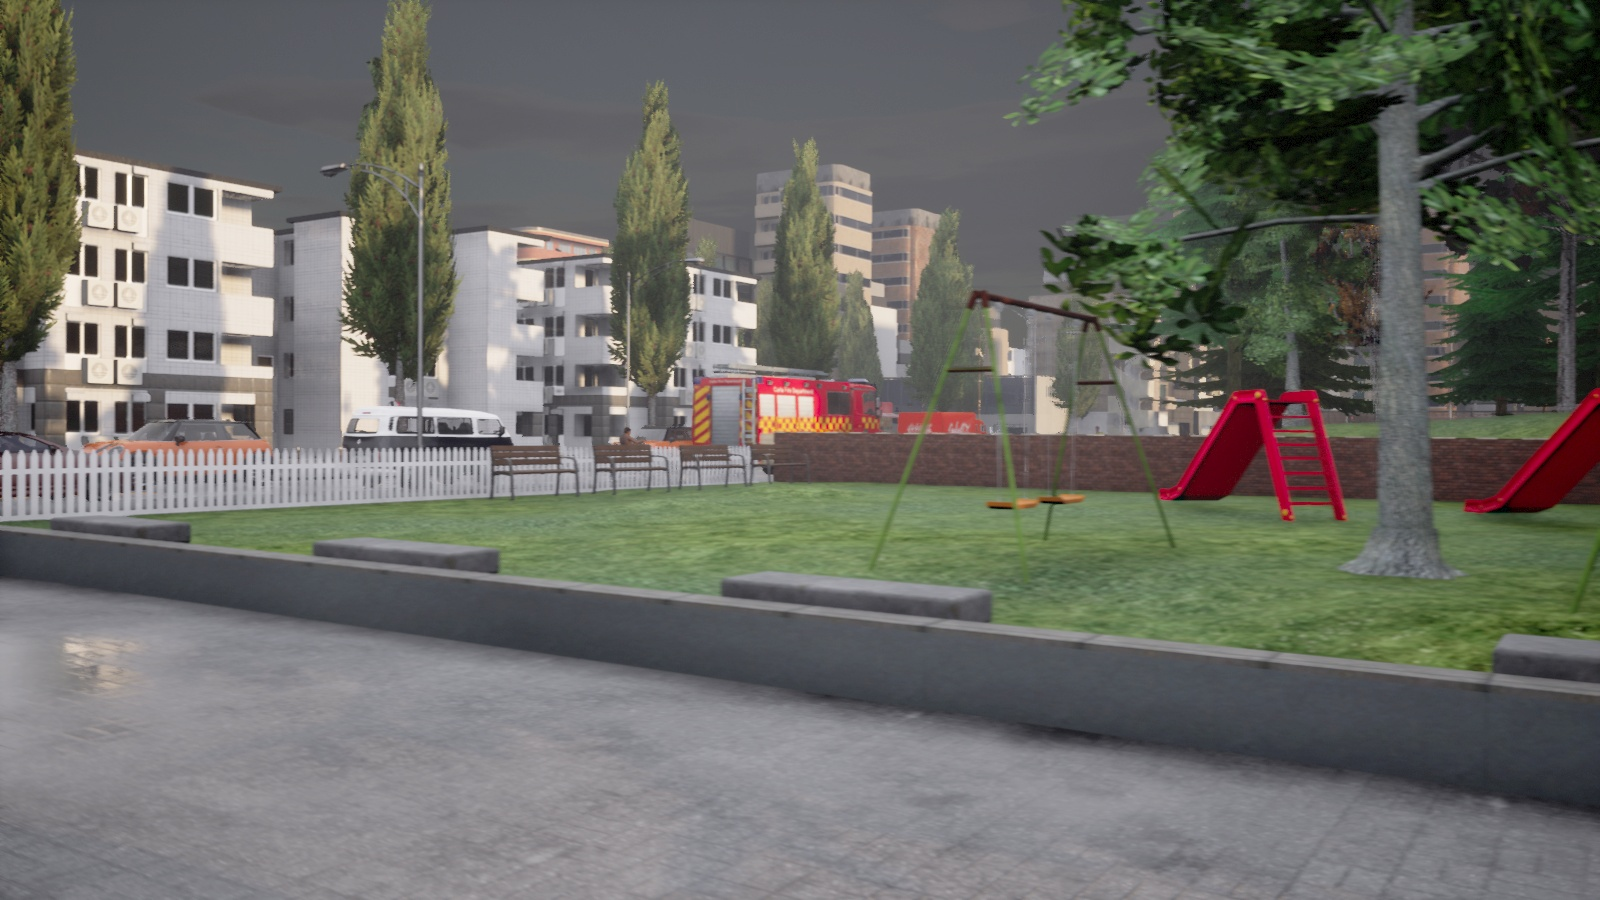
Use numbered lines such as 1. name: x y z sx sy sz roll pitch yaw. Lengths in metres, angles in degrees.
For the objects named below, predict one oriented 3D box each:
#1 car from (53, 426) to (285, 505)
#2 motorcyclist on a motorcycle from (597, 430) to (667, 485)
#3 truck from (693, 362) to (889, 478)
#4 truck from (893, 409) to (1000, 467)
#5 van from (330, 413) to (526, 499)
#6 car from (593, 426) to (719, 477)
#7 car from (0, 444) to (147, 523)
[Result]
1. car: -15.203 0.309 30.502 2.097 1.767 4.553 0 1 34
2. motorcyclist on a motorcycle: -5.116 0.202 38.414 0.766 1.649 2.350 0 1 34
3. truck: -0.113 -1.061 45.910 2.891 3.827 8.468 0 1 34
4. truck: 6.570 -0.574 55.928 2.627 2.467 5.204 0 1 34
5. van: -9.389 0.101 32.010 2.069 2.038 4.480 0 1 34
6. car: -5.158 0.013 45.556 2.097 1.767 4.553 0 1 34
7. car: -14.935 0.605 23.705 1.994 1.385 4.181 0 1 33
